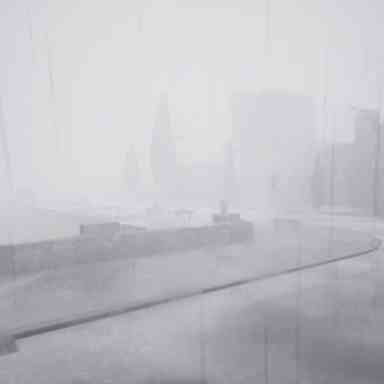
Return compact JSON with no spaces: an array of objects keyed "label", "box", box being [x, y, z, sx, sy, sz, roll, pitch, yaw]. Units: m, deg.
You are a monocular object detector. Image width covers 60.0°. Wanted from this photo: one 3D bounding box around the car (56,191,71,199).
[{"label":"car","box":[-32.675,1.195,85.631,1.895,1.301,4.718,-1,1,-35]}]
